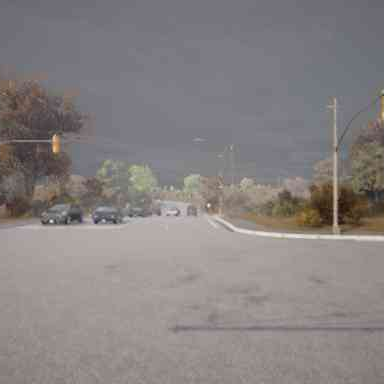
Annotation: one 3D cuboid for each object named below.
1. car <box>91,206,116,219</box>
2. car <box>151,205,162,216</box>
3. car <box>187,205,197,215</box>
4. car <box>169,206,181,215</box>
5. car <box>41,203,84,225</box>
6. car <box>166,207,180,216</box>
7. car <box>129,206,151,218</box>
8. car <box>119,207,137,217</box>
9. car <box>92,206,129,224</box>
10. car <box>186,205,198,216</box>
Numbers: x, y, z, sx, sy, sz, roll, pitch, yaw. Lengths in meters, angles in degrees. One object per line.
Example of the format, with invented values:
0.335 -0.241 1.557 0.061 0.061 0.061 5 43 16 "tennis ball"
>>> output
-10.596 2.460 40.192 1.812 1.442 4.674 0 -3 0 "car"
-7.016 3.529 63.021 2.150 2.045 5.566 0 -4 0 "car"
-0.018 3.763 69.368 2.150 2.045 5.566 0 -3 0 "car"
-3.518 3.888 69.299 2.097 1.767 4.553 0 -3 0 "car"
-10.646 1.729 27.624 2.097 1.767 4.553 0 -2 2 "car"
-3.515 3.696 59.330 1.895 1.301 4.718 0 -3 0 "car"
-7.080 2.696 43.799 2.033 1.411 5.357 0 -4 0 "car"
-10.554 3.347 55.193 1.837 1.490 4.892 0 -4 0 "car"
-7.125 1.967 28.941 2.033 1.411 5.357 0 -2 -3 "car"
-0.015 3.559 58.890 2.128 1.511 4.902 0 -3 0 "car"
